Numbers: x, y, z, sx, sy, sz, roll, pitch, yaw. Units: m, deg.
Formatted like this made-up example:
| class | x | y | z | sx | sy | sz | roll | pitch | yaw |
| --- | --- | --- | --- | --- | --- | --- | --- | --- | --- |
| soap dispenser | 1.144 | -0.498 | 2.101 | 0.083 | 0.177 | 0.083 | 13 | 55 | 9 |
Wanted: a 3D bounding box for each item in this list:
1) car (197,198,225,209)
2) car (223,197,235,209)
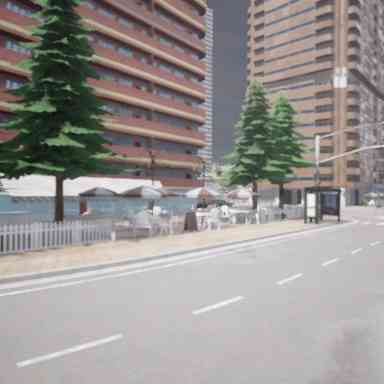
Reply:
| class | x | y | z | sx | sy | sz | roll | pitch | yaw |
| --- | --- | --- | --- | --- | --- | --- | --- | --- | --- |
| car | 2.295 | 1.920 | 50.401 | 4.181 | 1.385 | 1.994 | 0 | -1 | 42 |
| car | 4.605 | 1.896 | 53.032 | 4.892 | 1.490 | 1.837 | -1 | -1 | 42 |
